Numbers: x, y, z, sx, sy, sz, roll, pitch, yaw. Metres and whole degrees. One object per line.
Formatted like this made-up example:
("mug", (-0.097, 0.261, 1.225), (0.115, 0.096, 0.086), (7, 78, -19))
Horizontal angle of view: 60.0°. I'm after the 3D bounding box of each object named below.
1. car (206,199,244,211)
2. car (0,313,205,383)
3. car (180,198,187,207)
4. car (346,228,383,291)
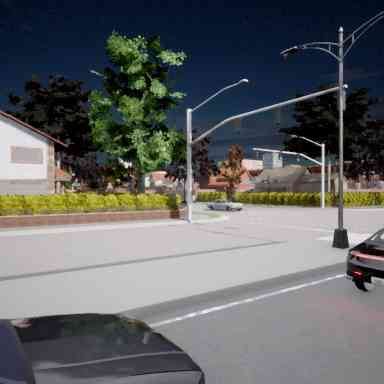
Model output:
("car", (3.780, 1.505, 38.442), (1.895, 1.301, 4.718), (0, 0, -36))
("car", (-2.418, 1.543, 2.021), (5.357, 1.411, 2.033), (0, 0, -36))
("car", (-2.103, 1.483, 46.613), (1.895, 1.301, 4.718), (0, 0, -36))
("car", (5.524, 1.474, 7.671), (4.902, 1.511, 2.128), (0, 0, -35))
